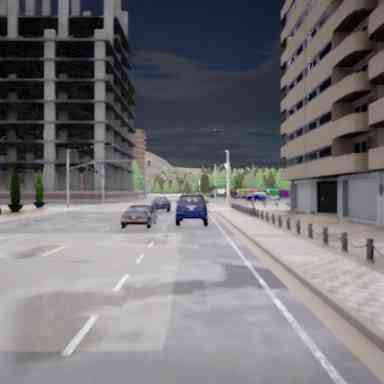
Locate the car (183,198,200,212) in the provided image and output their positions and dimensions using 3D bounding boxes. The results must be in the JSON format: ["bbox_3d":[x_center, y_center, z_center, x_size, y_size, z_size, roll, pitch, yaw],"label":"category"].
[{"bbox_3d":[-0.052,1.480,39.507,1.882,1.535,5.008,0,0,-1],"label":"car"}]

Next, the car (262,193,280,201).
[{"bbox_3d":[20.788,1.456,86.111,3.806,1.475,1.970,0,0,0],"label":"car"}]

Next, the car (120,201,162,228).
[{"bbox_3d":[-3.396,1.549,21.970,2.033,1.411,5.357,0,0,0],"label":"car"}]

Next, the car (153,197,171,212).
[{"bbox_3d":[-3.609,1.355,39.370,2.097,1.767,4.553,0,0,-2],"label":"car"}]

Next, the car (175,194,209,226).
[{"bbox_3d":[0.043,1.215,23.719,2.150,2.045,5.566,0,-1,2],"label":"car"}]

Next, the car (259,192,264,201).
[{"bbox_3d":[20.773,1.425,89.006,3.905,1.438,1.784,0,0,0],"label":"car"}]

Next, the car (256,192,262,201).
[{"bbox_3d":[20.708,1.214,91.689,4.605,1.855,1.932,0,0,0],"label":"car"}]
